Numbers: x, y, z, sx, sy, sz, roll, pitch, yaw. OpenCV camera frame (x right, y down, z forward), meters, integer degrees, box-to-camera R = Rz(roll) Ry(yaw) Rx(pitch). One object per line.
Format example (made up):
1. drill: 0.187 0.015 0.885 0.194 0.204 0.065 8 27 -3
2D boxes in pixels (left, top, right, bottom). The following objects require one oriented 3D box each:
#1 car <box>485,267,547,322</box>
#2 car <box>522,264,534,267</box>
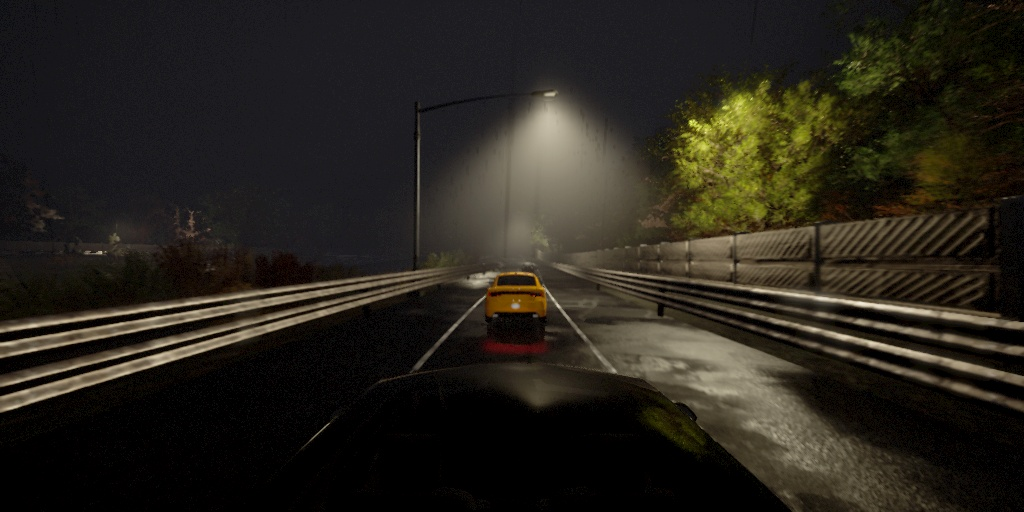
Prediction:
1. car: 0.159 1.302 12.711 1.882 1.535 5.008 0 -1 1
2. car: 2.379 1.807 53.902 1.895 1.301 4.718 0 0 3
